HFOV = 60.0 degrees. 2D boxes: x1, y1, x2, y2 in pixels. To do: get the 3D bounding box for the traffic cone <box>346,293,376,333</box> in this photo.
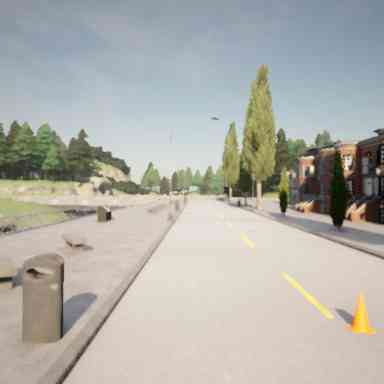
[{"bbox_3d":[2.816,1.994,5.558,0.340,0.580,0.340,1,0,1],"label":"traffic cone"}]
